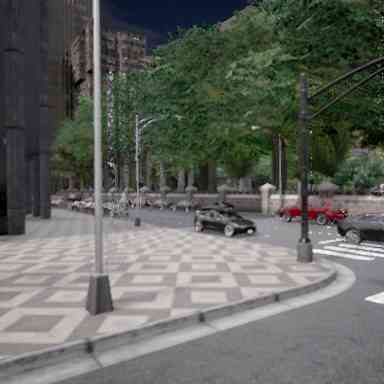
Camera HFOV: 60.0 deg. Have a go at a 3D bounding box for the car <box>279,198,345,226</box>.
[{"bbox_3d":[8.784,1.367,24.283,2.192,1.841,5.009,-1,0,-35],"label":"car"}]

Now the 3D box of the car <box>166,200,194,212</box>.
[{"bbox_3d":[-0.639,1.600,37.667,2.008,1.369,4.403,-1,0,-35],"label":"car"}]

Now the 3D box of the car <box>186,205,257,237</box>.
[{"bbox_3d":[1.823,1.722,19.369,1.947,1.339,4.313,-1,1,-35],"label":"car"}]

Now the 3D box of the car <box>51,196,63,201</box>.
[{"bbox_3d":[-35.202,1.623,86.740,1.947,1.339,4.313,-1,0,-35],"label":"car"}]

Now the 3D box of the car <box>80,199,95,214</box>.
[{"bbox_3d":[-10.746,1.734,37.214,1.802,1.307,4.206,-1,0,-35],"label":"car"}]

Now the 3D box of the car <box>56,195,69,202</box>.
[{"bbox_3d":[-32.158,1.580,82.417,1.752,1.417,4.829,-1,0,-35],"label":"car"}]

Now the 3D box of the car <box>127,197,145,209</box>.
[{"bbox_3d":[-6.924,1.488,46.589,1.967,1.590,4.097,-1,0,-35],"label":"car"}]

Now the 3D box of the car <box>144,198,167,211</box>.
[{"bbox_3d":[-3.781,1.599,42.129,2.008,1.369,4.403,-1,0,-35],"label":"car"}]

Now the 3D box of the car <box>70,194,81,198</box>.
[{"bbox_3d":[-25.778,1.365,73.355,2.192,1.841,5.009,-1,0,-35],"label":"car"}]

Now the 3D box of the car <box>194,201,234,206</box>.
[{"bbox_3d":[2.503,1.616,33.206,1.947,1.339,4.313,-1,0,-35],"label":"car"}]

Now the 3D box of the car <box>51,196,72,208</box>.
[{"bbox_3d":[-20.174,1.732,50.599,1.802,1.307,4.206,-1,0,-35],"label":"car"}]

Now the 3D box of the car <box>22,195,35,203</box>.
[{"bbox_3d":[-35.887,1.597,72.906,1.967,1.590,4.097,-1,0,-35],"label":"car"}]

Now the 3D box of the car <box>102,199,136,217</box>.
[{"bbox_3d":[-7.604,1.704,32.753,2.008,1.369,4.403,-1,0,-35],"label":"car"}]

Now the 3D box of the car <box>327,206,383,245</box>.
[{"bbox_3d":[8.765,1.637,14.311,2.128,1.511,4.902,0,1,-35],"label":"car"}]

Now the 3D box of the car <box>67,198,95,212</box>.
[{"bbox_3d":[-13.889,1.734,41.676,1.802,1.307,4.206,-1,0,-35],"label":"car"}]

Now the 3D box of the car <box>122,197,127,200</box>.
[{"bbox_3d":[-10.067,1.487,51.050,1.967,1.590,4.097,-1,0,-35],"label":"car"}]
